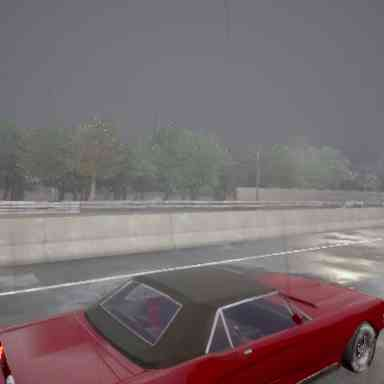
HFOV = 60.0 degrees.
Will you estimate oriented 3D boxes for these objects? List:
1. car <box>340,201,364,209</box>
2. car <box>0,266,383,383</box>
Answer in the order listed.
[{"bbox_3d":[24.969,2.139,51.865,4.674,1.442,1.812,1,-1,-35],"label":"car"},{"bbox_3d":[0.403,1.628,4.035,4.718,1.301,1.895,1,0,-36],"label":"car"}]
